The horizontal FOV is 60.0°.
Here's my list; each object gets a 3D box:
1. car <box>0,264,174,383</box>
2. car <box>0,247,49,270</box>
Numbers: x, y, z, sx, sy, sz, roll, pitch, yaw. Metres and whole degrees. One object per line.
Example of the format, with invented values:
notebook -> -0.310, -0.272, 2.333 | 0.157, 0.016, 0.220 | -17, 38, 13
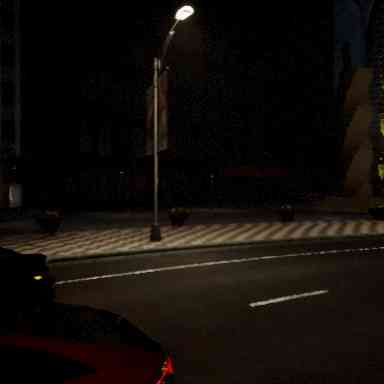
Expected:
car -> -2.142, 1.545, 2.191 | 4.181, 1.385, 1.994 | 0, 0, -33
car -> -4.485, 1.487, 4.798 | 4.674, 1.442, 1.812 | 0, 0, -34
